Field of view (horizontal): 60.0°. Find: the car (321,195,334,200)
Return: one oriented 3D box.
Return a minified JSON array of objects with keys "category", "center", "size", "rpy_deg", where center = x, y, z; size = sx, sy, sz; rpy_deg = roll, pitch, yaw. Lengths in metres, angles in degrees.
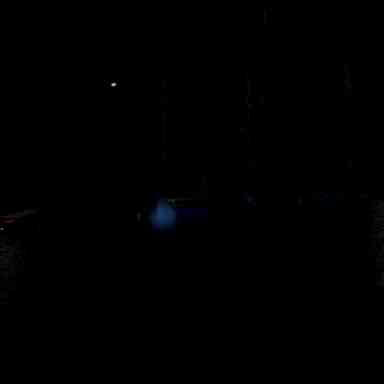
[{"category":"car","center":[35.106,1.462,86.141],"size":[2.008,1.369,4.403],"rpy_deg":[-1,-1,35]}]

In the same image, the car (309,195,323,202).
[{"category":"car","center":[28.828,1.478,77.243],"size":[1.887,1.381,4.507],"rpy_deg":[-1,-1,35]}]

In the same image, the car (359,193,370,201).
[{"category":"car","center":[39.190,1.294,77.145],"size":[2.008,1.369,4.403],"rpy_deg":[-1,-1,35]}]

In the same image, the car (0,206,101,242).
[{"category":"car","center":[-6.886,1.474,16.631],"size":[1.882,1.535,5.008],"rpy_deg":[-1,-1,35]}]

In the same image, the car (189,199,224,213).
[{"category":"car","center":[1.705,1.595,38.798],"size":[2.008,1.369,4.403],"rpy_deg":[-1,-1,35]}]

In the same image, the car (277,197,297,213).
[{"category":"car","center":[8.946,1.447,34.276],"size":[1.802,1.307,4.206],"rpy_deg":[-1,-1,35]}]

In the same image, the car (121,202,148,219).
[{"category":"car","center":[-4.393,1.618,30.154],"size":[1.887,1.381,4.507],"rpy_deg":[-1,-1,35]}]

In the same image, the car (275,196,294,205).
[{"category":"car","center":[16.852,1.504,60.268],"size":[1.752,1.417,4.829],"rpy_deg":[-1,-1,35]}]

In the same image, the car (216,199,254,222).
[{"category":"car","center":[2.705,1.461,25.429],"size":[1.947,1.339,4.313],"rpy_deg":[-1,-1,35]}]

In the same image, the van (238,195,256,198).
[{"category":"van","center":[7.799,1.358,47.443],"size":[1.690,1.788,3.998],"rpy_deg":[-1,-1,35]}]

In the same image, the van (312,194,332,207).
[{"category":"van","center":[18.304,1.165,47.547],"size":[1.690,1.788,3.998],"rpy_deg":[-1,-1,35]}]

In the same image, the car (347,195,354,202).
[{"category":"car","center":[27.767,1.311,60.954],"size":[1.752,1.417,4.829],"rpy_deg":[-1,-1,35]}]

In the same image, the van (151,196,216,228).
[{"category":"van","center":[-0.419,1.252,21.008],"size":[1.690,1.788,3.998],"rpy_deg":[-1,-1,35]}]

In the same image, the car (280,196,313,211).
[{"category":"car","center":[12.066,1.401,38.699],"size":[2.008,1.369,4.403],"rpy_deg":[-1,-1,35]}]

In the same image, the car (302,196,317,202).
[{"category":"car","center":[25.690,1.495,72.795],"size":[2.008,1.369,4.403],"rpy_deg":[-1,-1,35]}]

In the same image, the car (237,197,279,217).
[{"category":"car","center":[5.825,1.424,29.852],"size":[1.887,1.381,4.507],"rpy_deg":[-1,-1,35]}]

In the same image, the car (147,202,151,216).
[{"category":"car","center":[-1.582,1.579,29.522],"size":[1.994,1.385,4.181],"rpy_deg":[-1,-1,35]}]

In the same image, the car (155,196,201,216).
[{"category":"car","center":[-1.348,1.373,34.478],"size":[2.192,1.841,5.009],"rpy_deg":[-1,-1,35]}]

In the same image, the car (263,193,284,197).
[{"category":"car","center":[11.708,1.164,48.204],"size":[2.150,2.045,5.566],"rpy_deg":[-1,-1,35]}]

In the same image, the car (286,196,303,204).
[{"category":"car","center":[19.999,1.517,64.728],"size":[2.008,1.369,4.403],"rpy_deg":[-1,-1,35]}]

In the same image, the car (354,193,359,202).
[{"category":"car","center":[30.790,1.340,65.238],"size":[1.947,1.339,4.313],"rpy_deg":[-1,-1,35]}]

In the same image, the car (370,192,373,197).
[{"category":"car","center":[42.068,1.285,81.224],"size":[2.008,1.369,4.403],"rpy_deg":[-1,-1,35]}]

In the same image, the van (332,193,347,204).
[{"category":"van","center":[24.545,1.139,56.394],"size":[1.690,1.788,3.998],"rpy_deg":[-1,-1,35]}]
